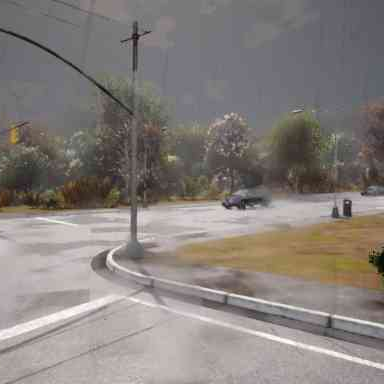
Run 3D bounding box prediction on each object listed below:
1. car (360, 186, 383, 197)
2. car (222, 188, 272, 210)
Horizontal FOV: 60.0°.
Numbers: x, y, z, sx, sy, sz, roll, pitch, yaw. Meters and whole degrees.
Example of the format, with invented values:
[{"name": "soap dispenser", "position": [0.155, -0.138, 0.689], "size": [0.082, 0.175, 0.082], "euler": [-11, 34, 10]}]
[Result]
[{"name": "car", "position": [24.584, -0.141, 44.588], "size": [4.181, 1.385, 1.994], "euler": [-3, 2, -25]}, {"name": "car", "position": [5.555, 0.655, 33.346], "size": [5.566, 2.045, 2.150], "euler": [-3, 2, -36]}]
